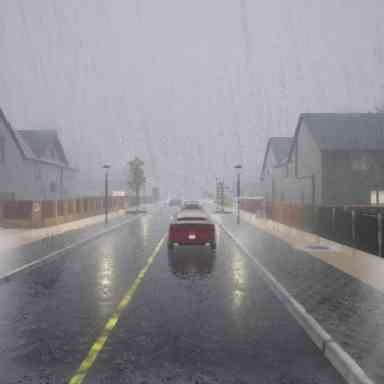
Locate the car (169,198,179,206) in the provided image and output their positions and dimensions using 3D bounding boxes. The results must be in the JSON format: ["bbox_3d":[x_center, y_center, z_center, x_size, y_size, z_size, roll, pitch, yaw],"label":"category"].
[{"bbox_3d":[-2.750,1.752,55.659,1.994,1.385,4.181,0,0,0],"label":"car"}]

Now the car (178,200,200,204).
[{"bbox_3d":[0.000,1.565,29.656,1.837,1.490,4.892,0,0,0],"label":"car"}]

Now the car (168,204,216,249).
[{"bbox_3d":[0.000,1.498,14.653,1.882,1.535,5.008,0,0,0],"label":"car"}]
